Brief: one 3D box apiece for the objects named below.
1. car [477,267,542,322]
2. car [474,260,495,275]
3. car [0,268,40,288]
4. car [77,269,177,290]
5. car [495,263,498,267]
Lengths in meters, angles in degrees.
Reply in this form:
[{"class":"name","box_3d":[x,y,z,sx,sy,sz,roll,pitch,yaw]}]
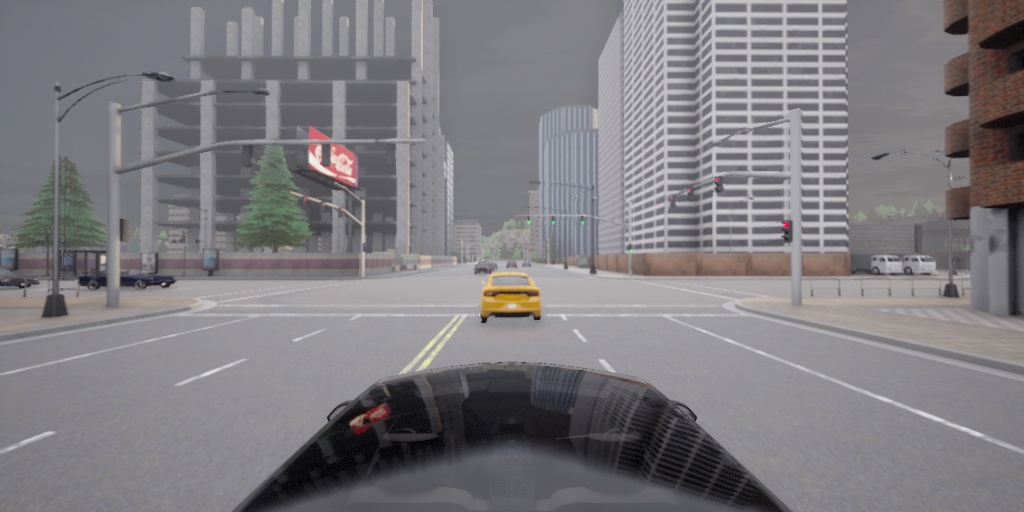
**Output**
[{"class":"car","box_3d":[-0.115,1.308,12.784,1.882,1.535,5.008,0,0,-3]},{"class":"car","box_3d":[-3.611,1.422,45.571,2.097,1.767,4.553,0,0,0]},{"class":"car","box_3d":[-34.217,1.454,23.189,5.357,1.411,2.033,0,0,0]},{"class":"car","box_3d":[-24.780,1.508,23.243,4.718,1.301,1.895,0,0,0]},{"class":"car","box_3d":[-3.590,1.628,54.780,2.128,1.511,4.902,0,0,0]}]
